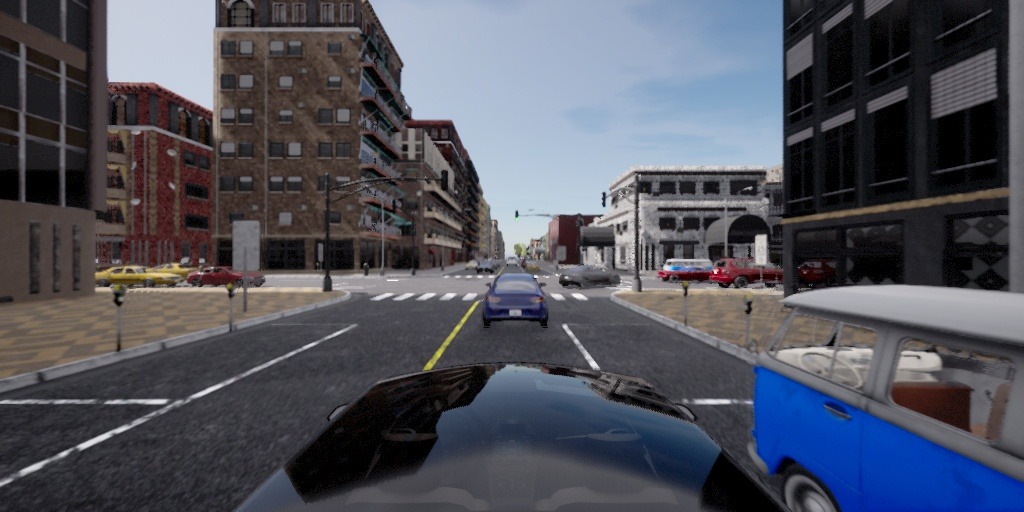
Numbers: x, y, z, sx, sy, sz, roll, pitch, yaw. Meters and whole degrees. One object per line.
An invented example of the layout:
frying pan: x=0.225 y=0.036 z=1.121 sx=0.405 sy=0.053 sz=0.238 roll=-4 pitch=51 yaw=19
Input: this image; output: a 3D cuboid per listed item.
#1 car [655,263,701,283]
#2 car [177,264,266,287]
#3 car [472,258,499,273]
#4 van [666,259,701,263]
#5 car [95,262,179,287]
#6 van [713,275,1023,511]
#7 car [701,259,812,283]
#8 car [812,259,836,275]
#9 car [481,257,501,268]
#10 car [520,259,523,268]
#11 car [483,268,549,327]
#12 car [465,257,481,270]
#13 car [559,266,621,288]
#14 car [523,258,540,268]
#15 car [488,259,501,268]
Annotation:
car: x=13.753 y=1.408 z=27.876 sx=4.718 sy=1.301 sz=1.895 roll=0 pitch=0 yaw=0
car: x=-17.470 y=1.274 z=22.003 sx=4.207 sy=1.307 sz=1.802 roll=0 pitch=0 yaw=0
car: x=-3.068 y=1.312 z=42.831 sx=2.033 sy=1.411 sz=5.357 roll=0 pitch=0 yaw=3
van: x=14.892 y=1.163 z=30.466 sx=3.998 sy=1.789 sz=1.690 roll=0 pitch=0 yaw=0
car: x=-22.963 y=1.207 z=21.988 sx=4.829 sy=1.417 sz=1.751 roll=0 pitch=0 yaw=0
van: x=2.658 y=1.091 z=1.199 sx=1.690 sy=1.789 sz=3.998 roll=0 pitch=0 yaw=0
car: x=14.917 y=1.099 z=22.086 sx=5.009 sy=1.841 sz=2.192 roll=0 pitch=0 yaw=0
car: x=20.441 y=1.117 z=22.101 sx=5.009 sy=1.841 sz=2.192 roll=0 pitch=0 yaw=0
car: x=-3.085 y=1.265 z=52.710 sx=2.128 sy=1.511 sz=4.902 roll=0 pitch=0 yaw=0
car: x=2.681 y=1.360 z=57.064 sx=1.802 sy=1.307 sz=4.207 roll=0 pitch=0 yaw=0
car: x=0.118 y=1.275 z=11.403 sx=1.812 sy=1.442 sz=4.674 roll=0 pitch=0 yaw=1
car: x=-5.699 y=1.298 z=51.352 sx=1.751 sy=1.417 sz=4.829 roll=0 pitch=0 yaw=0
car: x=5.156 y=1.324 z=23.574 sx=4.181 sy=1.385 sz=1.994 roll=0 pitch=-1 yaw=-32
car: x=2.683 y=1.293 z=46.156 sx=1.751 sy=1.417 sz=4.829 roll=0 pitch=0 yaw=0
car: x=-3.013 y=1.277 z=63.061 sx=2.128 sy=1.511 sz=4.902 roll=0 pitch=0 yaw=0
